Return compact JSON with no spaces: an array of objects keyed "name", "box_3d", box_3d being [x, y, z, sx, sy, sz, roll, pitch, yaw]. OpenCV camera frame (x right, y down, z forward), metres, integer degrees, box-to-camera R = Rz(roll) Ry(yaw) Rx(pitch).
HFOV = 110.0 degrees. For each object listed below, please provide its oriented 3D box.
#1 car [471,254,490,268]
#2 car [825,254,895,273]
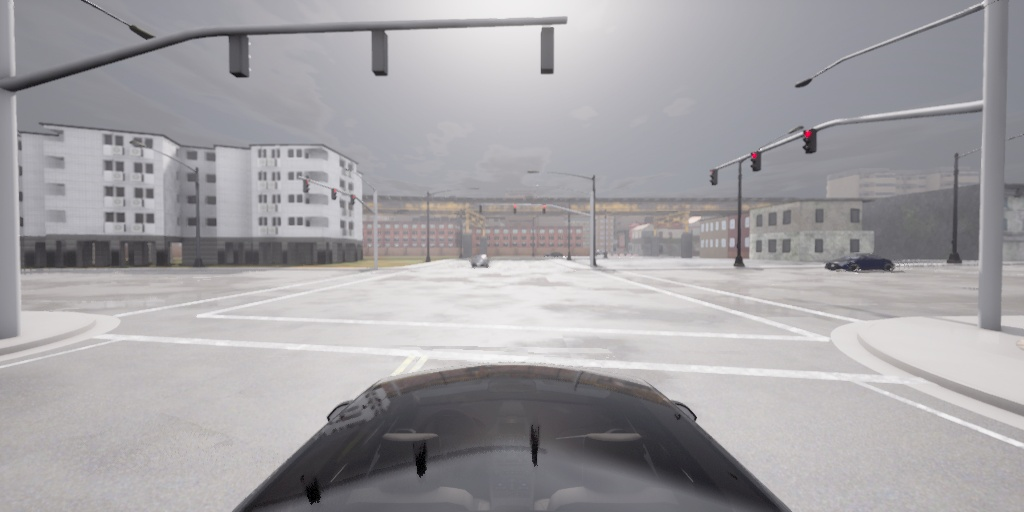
[{"name":"car","box_3d":[-3.450,0.600,39.780,2.128,1.511,4.902,0,2,-1]},{"name":"car","box_3d":[27.258,0.554,28.198,4.181,1.385,1.994,-1,1,1]}]
